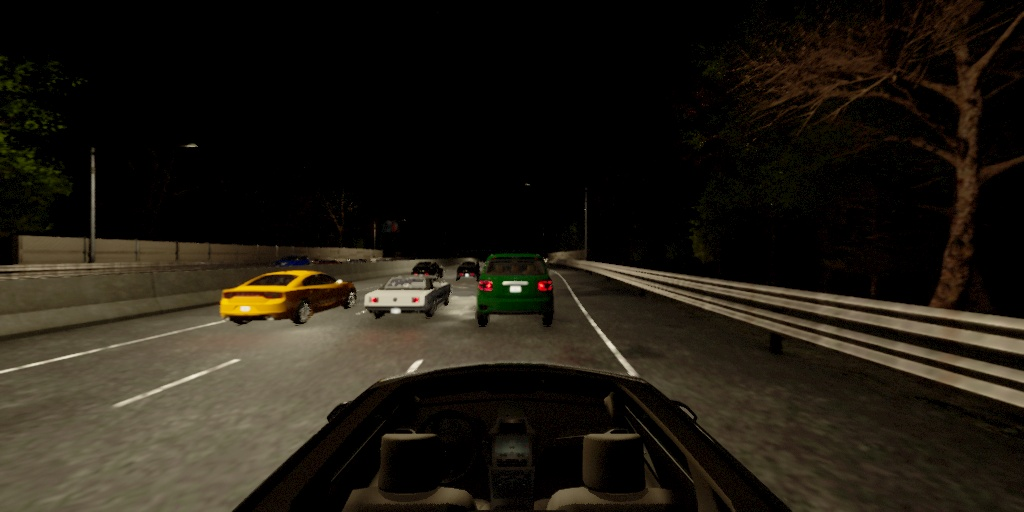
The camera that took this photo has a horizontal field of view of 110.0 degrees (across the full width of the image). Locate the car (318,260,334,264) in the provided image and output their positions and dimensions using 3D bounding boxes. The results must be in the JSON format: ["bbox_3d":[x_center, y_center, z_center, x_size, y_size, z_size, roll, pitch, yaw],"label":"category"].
[{"bbox_3d":[-24.580,1.214,47.967,1.812,1.442,4.674,0,0,0],"label":"car"}]

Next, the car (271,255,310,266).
[{"bbox_3d":[-28.059,0.911,45.709,2.150,2.045,5.566,0,0,0],"label":"car"}]

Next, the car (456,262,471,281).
[{"bbox_3d":[-3.418,1.210,29.696,1.837,1.490,4.892,0,0,0],"label":"car"}]

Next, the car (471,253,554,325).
[{"bbox_3d":[0.080,0.951,11.844,2.150,2.045,5.566,0,0,0],"label":"car"}]

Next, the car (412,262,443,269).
[{"bbox_3d":[-6.918,1.210,29.711,1.837,1.490,4.892,0,0,0],"label":"car"}]

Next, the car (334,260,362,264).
[{"bbox_3d":[-21.082,1.237,47.848,2.033,1.411,5.357,0,0,0],"label":"car"}]

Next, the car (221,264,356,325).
[{"bbox_3d":[-6.925,1.210,11.802,1.882,1.535,5.008,0,0,0],"label":"car"}]

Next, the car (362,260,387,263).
[{"bbox_3d":[-17.586,1.237,47.964,2.033,1.411,5.357,0,0,0],"label":"car"}]

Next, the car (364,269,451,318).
[{"bbox_3d":[-3.420,1.331,12.806,1.895,1.301,4.718,0,0,0],"label":"car"}]
